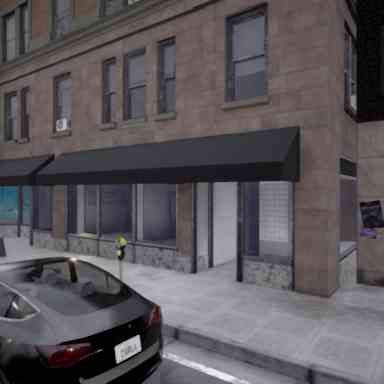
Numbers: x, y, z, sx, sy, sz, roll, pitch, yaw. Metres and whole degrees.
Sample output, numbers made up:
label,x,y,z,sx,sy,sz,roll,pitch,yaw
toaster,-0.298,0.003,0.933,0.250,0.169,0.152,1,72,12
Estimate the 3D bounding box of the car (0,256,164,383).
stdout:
label,x,y,z,sx,sy,sz,roll,pitch,yaw
car,-2.314,1.564,4.451,4.313,1.339,1.947,0,0,35
